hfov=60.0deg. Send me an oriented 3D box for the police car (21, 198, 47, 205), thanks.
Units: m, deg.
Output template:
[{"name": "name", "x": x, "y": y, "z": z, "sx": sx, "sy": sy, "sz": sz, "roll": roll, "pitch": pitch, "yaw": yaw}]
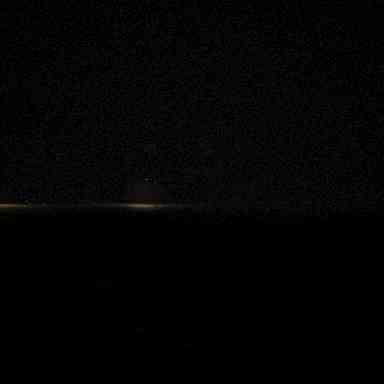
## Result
[{"name": "police car", "x": -34.000, "y": 1.991, "z": 71.821, "sx": 1.930, "sy": 1.638, "sz": 5.238, "roll": 2, "pitch": -1, "yaw": 36}]
